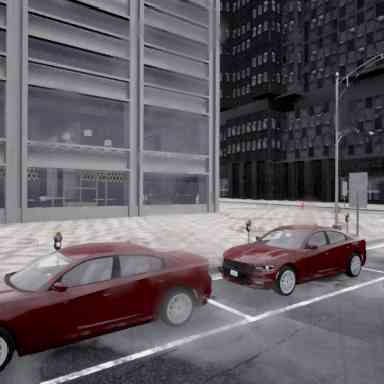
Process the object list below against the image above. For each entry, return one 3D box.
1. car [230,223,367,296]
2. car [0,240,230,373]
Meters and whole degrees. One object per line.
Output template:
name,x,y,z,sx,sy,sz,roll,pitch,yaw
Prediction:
car,2.754,1.545,8.642,4.507,1.381,1.887,0,0,-36
car,-1.739,1.545,5.426,4.507,1.381,1.887,0,0,-36
